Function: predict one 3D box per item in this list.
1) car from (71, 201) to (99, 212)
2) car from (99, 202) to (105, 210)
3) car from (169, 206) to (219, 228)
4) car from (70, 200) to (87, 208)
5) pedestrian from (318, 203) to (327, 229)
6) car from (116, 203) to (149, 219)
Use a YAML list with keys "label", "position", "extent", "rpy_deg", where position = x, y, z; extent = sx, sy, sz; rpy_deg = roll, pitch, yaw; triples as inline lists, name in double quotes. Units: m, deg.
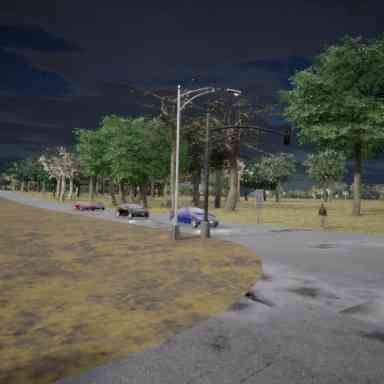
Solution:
- label: "car"
  position: [-15.160, 1.985, 46.852]
  extent: [1.882, 1.535, 5.008]
  rpy_deg: [3, -2, -33]
- label: "car"
  position: [-15.826, 2.255, 54.465]
  extent: [1.994, 1.385, 4.181]
  rpy_deg: [3, -2, -35]
- label: "car"
  position: [0.022, 1.768, 24.040]
  extent: [1.812, 1.442, 4.674]
  rpy_deg: [2, -2, -33]
- label: "car"
  position: [-21.385, 2.309, 62.775]
  extent: [1.994, 1.385, 4.181]
  rpy_deg: [3, -2, -34]
- label: "pedestrian"
  position: [9.300, 1.717, 23.824]
  extent: [0.375, 1.860, 0.375]
  rpy_deg: [1, -1, -34]
- label: "car"
  position: [-5.952, 1.847, 32.986]
  extent: [1.882, 1.535, 5.008]
  rpy_deg: [3, -2, -34]
